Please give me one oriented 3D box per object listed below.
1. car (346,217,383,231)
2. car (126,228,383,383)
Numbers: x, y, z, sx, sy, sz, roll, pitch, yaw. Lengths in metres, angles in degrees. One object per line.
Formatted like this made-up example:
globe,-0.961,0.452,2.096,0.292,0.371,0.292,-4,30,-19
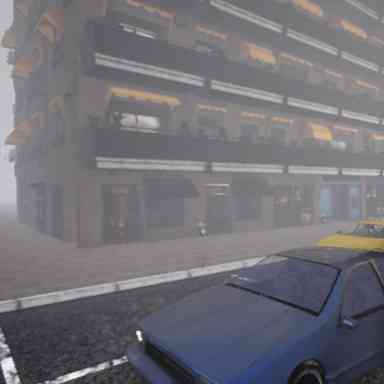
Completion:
car,5.836,1.506,10.732,4.829,1.417,1.752,0,-1,-35
car,1.862,1.540,4.705,5.357,1.411,2.033,0,0,-35
